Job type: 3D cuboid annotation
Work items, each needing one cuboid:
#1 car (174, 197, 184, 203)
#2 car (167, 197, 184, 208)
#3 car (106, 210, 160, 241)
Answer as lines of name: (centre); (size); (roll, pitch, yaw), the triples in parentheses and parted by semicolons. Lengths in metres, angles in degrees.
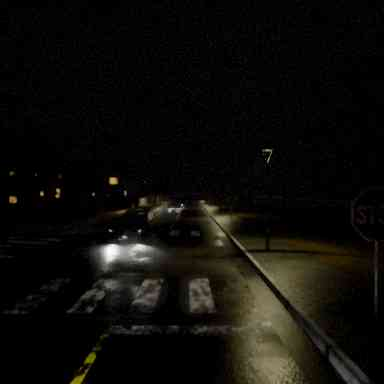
car: (-2.786, 1.763, 73.633); (1.994, 1.385, 4.181); (0, 0, 0)
car: (-2.776, 1.807, 52.475); (1.994, 1.385, 4.181); (0, 0, 0)
car: (-2.878, 1.648, 17.526); (2.033, 1.411, 5.357); (0, 0, 3)
